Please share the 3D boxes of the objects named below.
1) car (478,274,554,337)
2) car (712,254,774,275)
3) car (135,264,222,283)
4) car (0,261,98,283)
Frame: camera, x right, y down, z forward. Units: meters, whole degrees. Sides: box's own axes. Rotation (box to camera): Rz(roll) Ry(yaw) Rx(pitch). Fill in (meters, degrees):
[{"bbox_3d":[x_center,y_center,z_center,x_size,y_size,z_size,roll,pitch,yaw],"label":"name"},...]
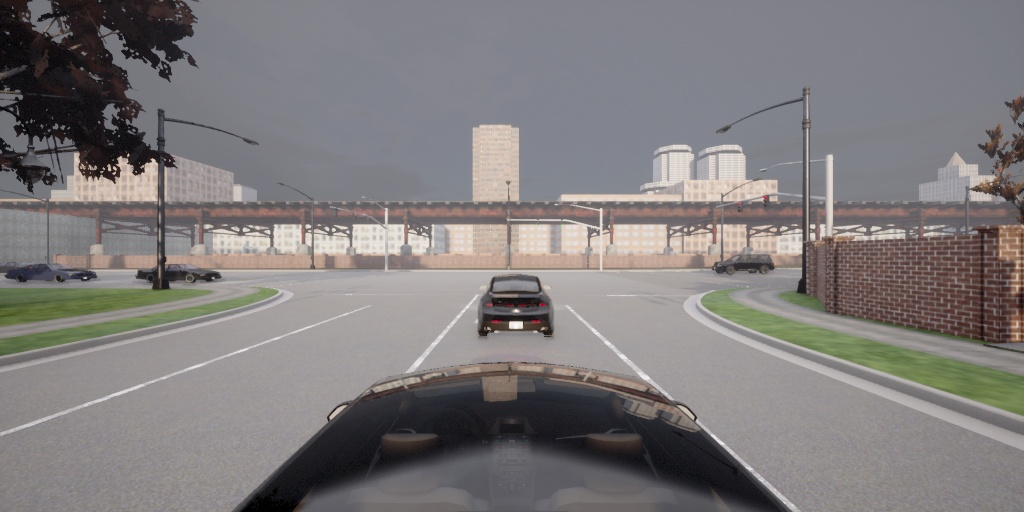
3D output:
[{"bbox_3d":[0.094,1.257,10.291,1.837,1.490,4.892,0,0,0],"label":"car"},{"bbox_3d":[23.556,0.835,36.631,5.566,2.045,2.150,-1,0,3],"label":"car"},{"bbox_3d":[-25.299,1.297,27.260,5.357,1.411,2.033,0,0,2],"label":"car"},{"bbox_3d":[-35.347,1.297,27.576,5.357,1.411,2.033,0,0,2],"label":"car"}]
